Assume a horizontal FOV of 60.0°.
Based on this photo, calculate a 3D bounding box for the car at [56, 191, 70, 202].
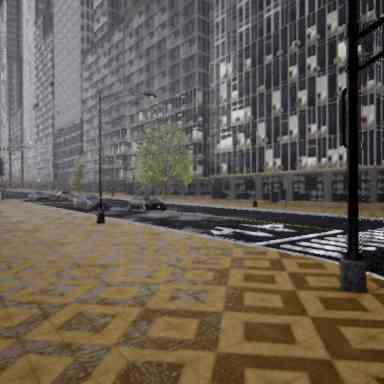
[{"bbox_3d":[-17.761,0.562,46.704,1.812,1.442,4.674,-1,1,-38],"label":"car"}]

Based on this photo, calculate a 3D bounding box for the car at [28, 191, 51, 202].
[{"bbox_3d":[-20.989,0.622,45.573,2.033,1.411,5.357,-1,1,-38],"label":"car"}]

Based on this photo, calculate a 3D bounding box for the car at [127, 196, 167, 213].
[{"bbox_3d":[-3.964,1.006,28.968,1.994,1.385,4.181,-1,1,-38],"label":"car"}]

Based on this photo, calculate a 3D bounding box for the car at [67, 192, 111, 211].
[{"bbox_3d":[-9.313,0.937,30.512,2.033,1.411,5.357,-1,1,-38],"label":"car"}]
